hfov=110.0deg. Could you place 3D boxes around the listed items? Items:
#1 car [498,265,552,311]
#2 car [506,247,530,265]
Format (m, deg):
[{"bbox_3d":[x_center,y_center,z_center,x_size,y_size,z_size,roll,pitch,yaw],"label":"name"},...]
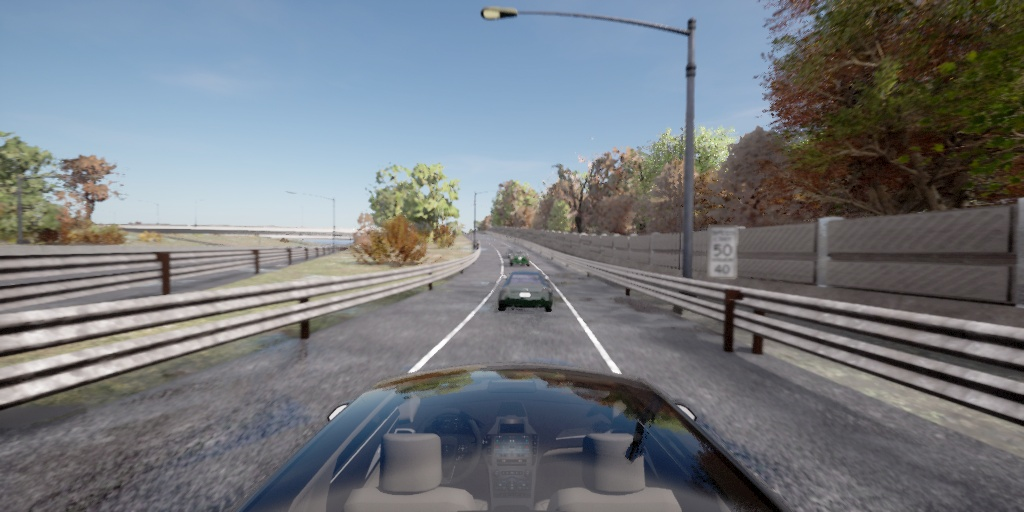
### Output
[{"bbox_3d":[0.533,1.270,14.259,1.994,1.385,4.181,1,1,2],"label":"car"},{"bbox_3d":[0.746,0.137,39.176,2.097,1.767,4.553,1,3,-2],"label":"car"}]
